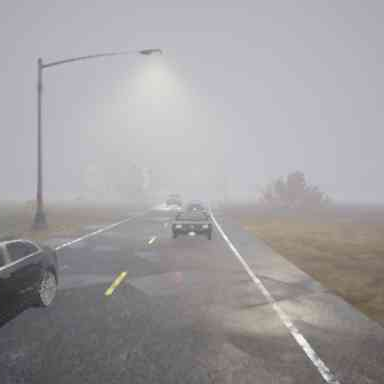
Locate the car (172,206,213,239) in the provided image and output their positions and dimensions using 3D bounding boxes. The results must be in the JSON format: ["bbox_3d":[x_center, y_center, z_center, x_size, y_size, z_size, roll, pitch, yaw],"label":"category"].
[{"bbox_3d":[0.018,1.600,17.320,1.895,1.301,4.718,0,0,0],"label":"car"}]

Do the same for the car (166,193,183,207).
[{"bbox_3d":[-2.640,1.220,51.811,2.150,2.045,5.566,0,0,3],"label":"car"}]

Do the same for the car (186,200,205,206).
[{"bbox_3d":[0.357,1.524,35.009,1.812,1.442,4.674,0,0,2],"label":"car"}]

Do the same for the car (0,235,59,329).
[{"bbox_3d":[-3.675,1.488,5.051,2.128,1.511,4.902,0,0,0],"label":"car"}]
